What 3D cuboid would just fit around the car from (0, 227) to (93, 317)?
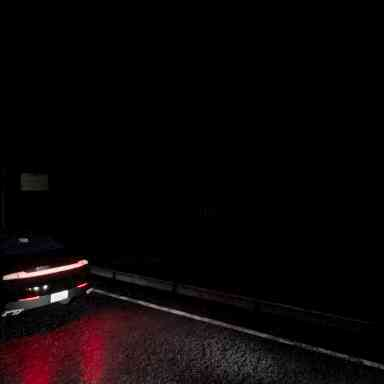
[{"bbox_3d":[-4.105,1.492,6.899,4.902,1.511,2.128,0,0,37],"label":"car"}]
